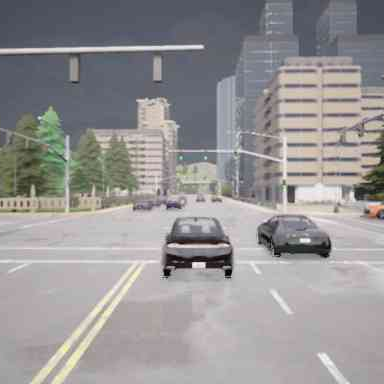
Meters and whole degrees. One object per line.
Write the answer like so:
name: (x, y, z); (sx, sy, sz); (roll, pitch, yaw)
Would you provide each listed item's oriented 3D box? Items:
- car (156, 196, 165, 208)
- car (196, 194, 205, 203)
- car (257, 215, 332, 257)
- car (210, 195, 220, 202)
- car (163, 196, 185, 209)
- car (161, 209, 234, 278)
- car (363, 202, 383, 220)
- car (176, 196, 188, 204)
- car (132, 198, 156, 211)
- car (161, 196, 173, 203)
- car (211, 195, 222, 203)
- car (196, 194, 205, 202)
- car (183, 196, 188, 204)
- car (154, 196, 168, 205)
car: (-5.706, 1.547, 49.662); (2.033, 1.411, 5.357); (0, 0, 1)
car: (1.858, 1.553, 71.985); (1.994, 1.385, 4.181); (0, 0, 1)
car: (3.793, 1.567, 12.994); (1.994, 1.385, 4.181); (0, 0, 1)
car: (5.534, 1.543, 80.279); (2.033, 1.411, 5.357); (0, 0, 1)
car: (-2.342, 1.602, 43.487); (1.895, 1.301, 4.718); (0, 0, 1)
car: (0.113, 1.492, 10.162); (2.128, 1.511, 4.902); (0, 0, -1)
car: (16.772, 1.360, 27.680); (4.553, 1.767, 2.097); (0, 0, 3)
car: (-1.845, 1.507, 62.743); (1.837, 1.490, 4.892); (0, 0, 2)
car: (-5.908, 1.563, 40.422); (1.994, 1.385, 4.181); (0, 0, 1)
car: (-5.199, 1.596, 69.375); (1.895, 1.301, 4.718); (0, 0, 1)
car: (5.336, 1.596, 70.933); (1.895, 1.301, 4.718); (0, 0, 1)
car: (2.034, 1.357, 80.323); (2.097, 1.767, 4.553); (0, 0, 1)
car: (-2.130, 1.602, 52.649); (1.895, 1.301, 4.718); (0, 0, 2)
car: (-5.452, 1.478, 59.391); (1.882, 1.535, 5.008); (0, 0, 2)
